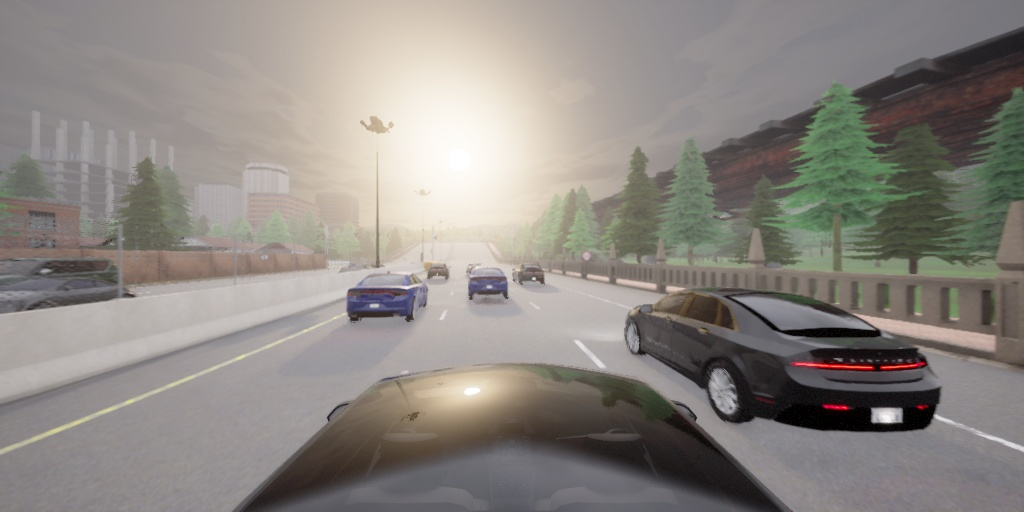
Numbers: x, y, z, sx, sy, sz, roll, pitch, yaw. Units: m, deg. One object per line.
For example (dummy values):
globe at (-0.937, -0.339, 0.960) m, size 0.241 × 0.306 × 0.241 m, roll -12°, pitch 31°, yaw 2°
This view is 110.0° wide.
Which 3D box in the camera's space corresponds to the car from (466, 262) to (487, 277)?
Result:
car at (-3.821, 1.384, 37.816) m, size 2.033 × 1.411 × 5.357 m, roll 0°, pitch 0°, yaw -8°

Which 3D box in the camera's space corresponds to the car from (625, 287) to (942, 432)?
car at (3.393, 1.251, 5.762) m, size 1.837 × 1.490 × 4.892 m, roll 0°, pitch 0°, yaw -2°

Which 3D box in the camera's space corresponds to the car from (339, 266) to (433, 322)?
car at (-4.139, 1.264, 12.575) m, size 1.882 × 1.535 × 5.008 m, roll 0°, pitch 0°, yaw -6°

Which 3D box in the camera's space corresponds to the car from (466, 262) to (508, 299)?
car at (-1.334, 1.267, 18.723) m, size 1.882 × 1.535 × 5.008 m, roll 0°, pitch 0°, yaw -7°

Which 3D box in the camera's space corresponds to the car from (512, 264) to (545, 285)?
car at (1.168, 1.301, 26.771) m, size 1.837 × 1.490 × 4.892 m, roll 0°, pitch 0°, yaw -7°

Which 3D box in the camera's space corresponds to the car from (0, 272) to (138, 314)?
car at (-14.748, 1.385, 11.511) m, size 1.994 × 1.385 × 4.181 m, roll 0°, pitch 0°, yaw -6°

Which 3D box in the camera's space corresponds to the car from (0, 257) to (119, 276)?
car at (-18.530, 1.062, 13.964) m, size 2.150 × 2.045 × 5.566 m, roll 0°, pitch 0°, yaw -7°

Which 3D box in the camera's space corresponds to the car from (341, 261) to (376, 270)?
car at (-13.826, 1.351, 31.910) m, size 2.128 × 1.511 × 4.902 m, roll 0°, pitch 0°, yaw -7°

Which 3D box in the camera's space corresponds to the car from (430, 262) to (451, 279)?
car at (-6.747, 1.342, 33.241) m, size 1.837 × 1.490 × 4.892 m, roll 0°, pitch 0°, yaw -8°

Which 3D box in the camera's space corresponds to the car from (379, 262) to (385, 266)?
car at (-20.075, 1.525, 52.702) m, size 1.895 × 1.301 × 4.718 m, roll 0°, pitch 0°, yaw -7°
